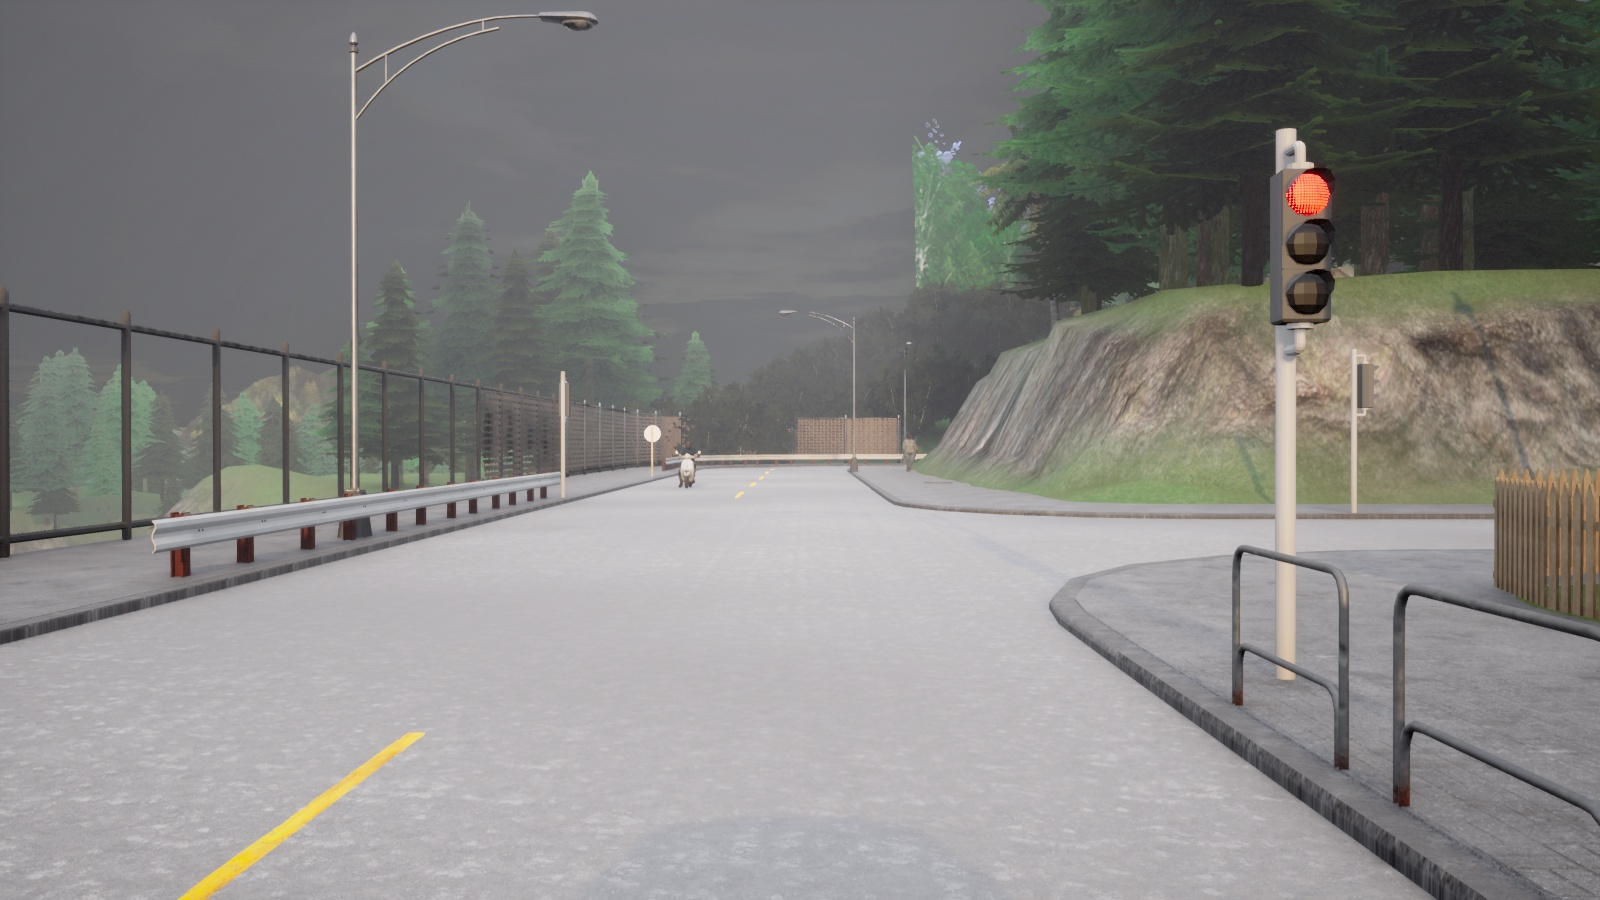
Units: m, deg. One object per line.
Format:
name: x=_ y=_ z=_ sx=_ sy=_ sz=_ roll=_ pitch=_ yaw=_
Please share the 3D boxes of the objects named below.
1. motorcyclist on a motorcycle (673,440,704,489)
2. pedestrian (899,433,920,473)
motorcyclist on a motorcycle: x=-3.707 y=0.461 z=41.817 sx=0.866 sy=1.590 sz=1.817 roll=0 pitch=0 yaw=0
pedestrian: x=5.166 y=0.126 z=59.218 sx=0.874 sy=1.855 sz=0.900 roll=0 pitch=0 yaw=-1
